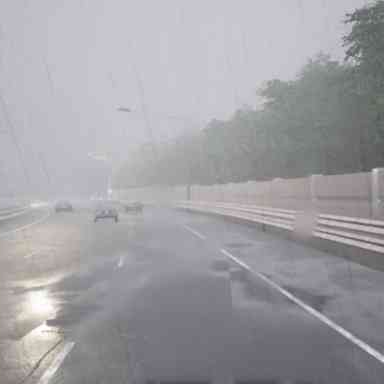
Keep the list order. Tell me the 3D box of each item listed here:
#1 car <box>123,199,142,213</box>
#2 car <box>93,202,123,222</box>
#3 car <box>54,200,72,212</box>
[{"bbox_3d":[-6.993,1.569,38.121,2.128,1.511,4.902,-1,0,-20],"label":"car"},{"bbox_3d":[-7.213,1.630,27.819,2.033,1.411,5.357,-1,0,-16],"label":"car"},{"bbox_3d":[-16.729,1.757,43.198,1.994,1.385,4.181,-1,0,-25],"label":"car"}]
